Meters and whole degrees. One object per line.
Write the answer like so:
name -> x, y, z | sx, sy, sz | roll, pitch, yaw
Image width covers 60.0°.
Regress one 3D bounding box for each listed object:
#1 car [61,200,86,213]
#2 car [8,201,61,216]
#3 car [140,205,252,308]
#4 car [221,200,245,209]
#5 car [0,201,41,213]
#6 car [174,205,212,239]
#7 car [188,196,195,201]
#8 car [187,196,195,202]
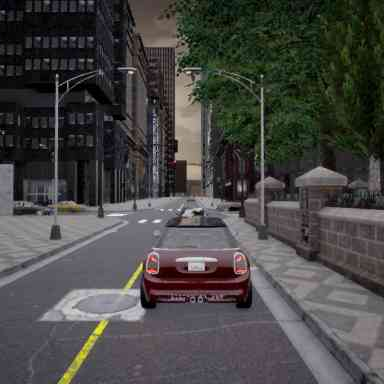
car -> -14.877, 1.675, 38.639 | 4.829, 1.417, 1.752 | 0, -1, 0
car -> -14.721, 1.517, 30.115 | 4.403, 1.369, 2.008 | 0, -1, 0
car -> 0.076, 1.357, 8.070 | 2.097, 1.767, 4.553 | 0, 0, 0
car -> 5.218, 1.583, 36.499 | 4.902, 1.511, 2.128 | -1, -1, 10
car -> -20.219, 1.708, 38.653 | 4.403, 1.369, 2.008 | 0, -1, 0
car -> 0.047, 1.541, 18.197 | 1.812, 1.442, 4.674 | 0, 0, 0
car -> -0.251, 1.710, 90.108 | 1.812, 1.442, 4.674 | 0, 0, 0
car -> -0.222, 1.730, 79.689 | 2.033, 1.411, 5.357 | 0, 0, 0
